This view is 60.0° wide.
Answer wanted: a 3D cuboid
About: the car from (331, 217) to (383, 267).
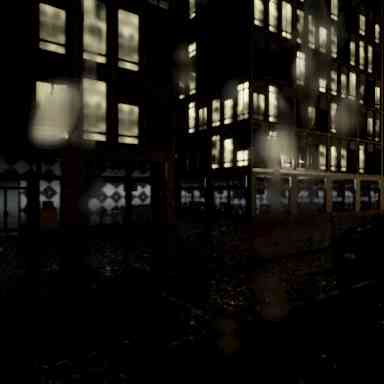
[{"bbox_3d":[6.482,1.532,11.186,4.313,1.339,1.947,0,0,-36],"label":"car"}]
